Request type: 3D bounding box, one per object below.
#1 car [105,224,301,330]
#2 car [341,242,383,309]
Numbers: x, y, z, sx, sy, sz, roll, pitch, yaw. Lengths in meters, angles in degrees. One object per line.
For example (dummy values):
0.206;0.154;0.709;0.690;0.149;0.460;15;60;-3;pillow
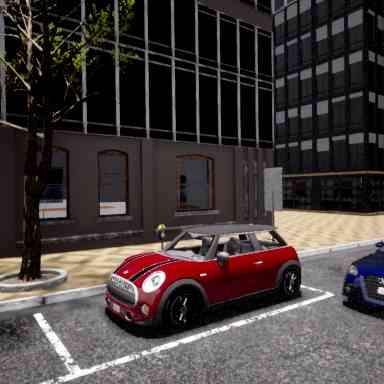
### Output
0.334;1.439;6.814;4.097;1.590;1.967;0;-1;-35;car
5.013;1.562;6.952;4.181;1.385;1.994;0;0;-35;car
